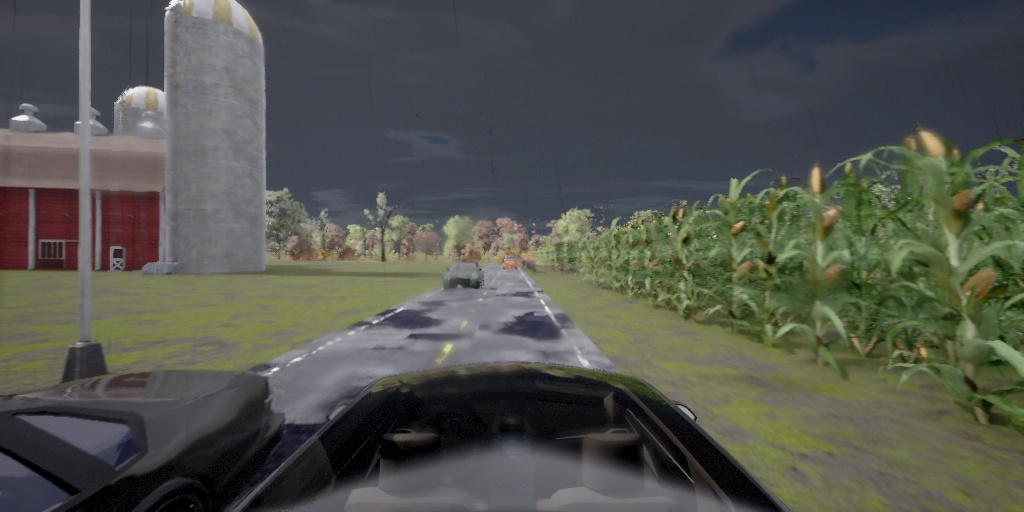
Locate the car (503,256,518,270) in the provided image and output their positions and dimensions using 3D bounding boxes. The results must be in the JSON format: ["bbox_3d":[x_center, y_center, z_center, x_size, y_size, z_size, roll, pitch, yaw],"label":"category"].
[{"bbox_3d":[-0.241,1.112,53.658,2.097,1.767,4.553,0,0,0],"label":"car"}]

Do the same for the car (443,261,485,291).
[{"bbox_3d":[-2.866,1.105,22.036,2.097,1.767,4.553,0,0,0],"label":"car"}]

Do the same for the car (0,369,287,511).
[{"bbox_3d":[-2.846,1.299,0.693,2.033,1.411,5.357,0,0,0],"label":"car"}]
